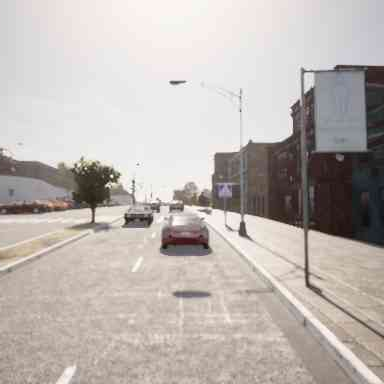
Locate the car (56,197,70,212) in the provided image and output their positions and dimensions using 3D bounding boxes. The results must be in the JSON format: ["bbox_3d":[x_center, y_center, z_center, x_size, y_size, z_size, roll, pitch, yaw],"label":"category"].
[{"bbox_3d":[-18.886,1.738,42.506,5.366,1.575,1.946,0,-1,-24],"label":"car"}]

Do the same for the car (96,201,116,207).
[{"bbox_3d":[-21.638,2.939,84.014,4.674,1.452,2.002,0,-2,-24],"label":"car"}]

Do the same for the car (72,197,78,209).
[{"bbox_3d":[-19.425,1.898,48.364,4.674,1.452,2.002,0,-1,-24],"label":"car"}]

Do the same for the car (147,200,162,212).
[{"bbox_3d":[-4.967,1.774,42.514,2.128,1.511,4.902,0,-1,-4],"label":"car"}]

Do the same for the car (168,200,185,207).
[{"bbox_3d":[-1.966,1.780,42.599,2.128,1.511,4.902,0,-1,-4],"label":"car"}]

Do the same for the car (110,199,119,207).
[{"bbox_3d":[-21.282,2.804,81.120,5.366,1.575,1.946,0,-2,-24],"label":"car"}]

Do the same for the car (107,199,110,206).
[{"bbox_3d":[-20.929,2.404,72.123,4.553,1.767,2.185,0,-2,-24],"label":"car"}]

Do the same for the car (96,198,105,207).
[{"bbox_3d":[-20.697,2.341,66.108,5.366,1.575,1.946,0,-2,-24],"label":"car"}]

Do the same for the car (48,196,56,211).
[{"bbox_3d":[-18.902,1.568,39.447,4.553,1.767,2.185,0,-1,-24],"label":"car"}]

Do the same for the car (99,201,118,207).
[{"bbox_3d":[-21.815,3.031,86.981,4.674,1.452,2.002,0,-2,-24],"label":"car"}]

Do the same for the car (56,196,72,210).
[{"bbox_3d":[-19.269,1.673,45.387,4.553,1.767,2.185,0,-1,-24],"label":"car"}]

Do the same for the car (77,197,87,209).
[{"bbox_3d":[-19.585,1.675,51.358,5.566,2.045,2.435,0,-2,-24],"label":"car"}]

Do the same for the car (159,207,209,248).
[{"bbox_3d":[-0.338,1.595,14.956,1.994,1.385,4.181,0,0,-3],"label":"car"}]

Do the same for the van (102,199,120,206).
[{"bbox_3d":[-21.901,2.858,90.013,4.442,1.987,1.878,0,-2,-24],"label":"van"}]

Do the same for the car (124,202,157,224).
[{"bbox_3d":[-3.888,1.670,25.132,1.895,1.301,4.718,0,0,-3],"label":"car"}]

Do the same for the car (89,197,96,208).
[{"bbox_3d":[-20.002,1.825,57.267,5.566,2.045,2.435,0,-1,-24],"label":"car"}]

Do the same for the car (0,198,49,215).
[{"bbox_3d":[-18.678,1.650,36.486,5.008,1.535,2.097,0,-1,-24],"label":"car"}]

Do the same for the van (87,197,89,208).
[{"bbox_3d":[-19.689,1.773,54.359,4.442,1.987,1.878,0,-2,-24],"label":"van"}]

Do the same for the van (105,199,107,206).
[{"bbox_3d":[-20.612,2.211,69.215,4.442,1.987,1.878,0,-2,-24],"label":"van"}]
